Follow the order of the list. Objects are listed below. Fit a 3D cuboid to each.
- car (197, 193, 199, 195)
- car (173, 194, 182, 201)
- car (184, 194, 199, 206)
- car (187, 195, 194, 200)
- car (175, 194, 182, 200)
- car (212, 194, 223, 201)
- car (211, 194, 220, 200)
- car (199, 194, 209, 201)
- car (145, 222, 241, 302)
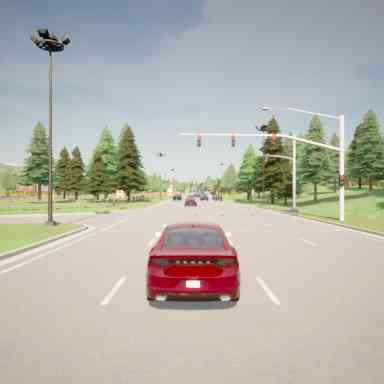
[{"bbox_3d":[3.142,1.358,94.013,2.128,1.511,4.902,0,0,0],"label":"car"},{"bbox_3d":[-3.818,1.469,83.566,1.882,1.535,5.008,0,0,0],"label":"car"},{"bbox_3d":[-0.201,1.526,52.967,1.812,1.442,4.674,0,0,0],"label":"car"},{"bbox_3d":[-0.358,1.428,94.030,1.895,1.301,4.718,0,0,0],"label":"car"},{"bbox_3d":[-3.858,1.310,93.986,1.882,1.535,5.008,0,0,0],"label":"car"},{"bbox_3d":[6.682,1.517,83.607,2.128,1.511,4.902,0,0,0],"label":"car"},{"bbox_3d":[6.642,1.372,94.026,2.033,1.411,5.357,0,0,0],"label":"car"},{"bbox_3d":[3.180,1.517,84.010,1.812,1.442,4.674,0,0,0],"label":"car"},{"bbox_3d":[0.031,1.478,8.365,1.882,1.535,5.008,0,0,0],"label":"car"}]
